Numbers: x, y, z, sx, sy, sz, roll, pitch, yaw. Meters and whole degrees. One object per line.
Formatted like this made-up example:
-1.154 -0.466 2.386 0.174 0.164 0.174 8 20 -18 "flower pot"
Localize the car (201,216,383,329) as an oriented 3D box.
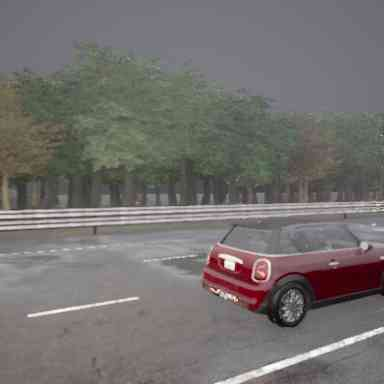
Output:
2.534 1.345 7.103 4.553 1.767 2.097 0 0 -29 "car"
